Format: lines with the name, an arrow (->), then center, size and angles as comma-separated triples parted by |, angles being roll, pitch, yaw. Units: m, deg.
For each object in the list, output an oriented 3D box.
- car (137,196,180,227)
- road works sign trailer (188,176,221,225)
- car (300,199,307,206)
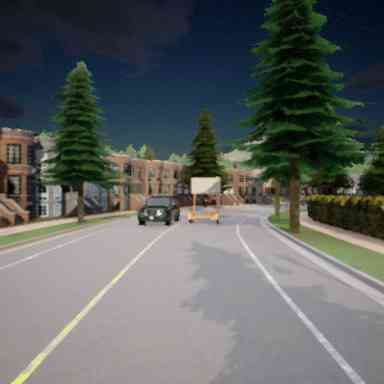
car -> -2.270, 1.313, 24.291 | 2.150, 2.045, 5.566 | 0, 0, 8
road works sign trailer -> 1.102, 0.566, 25.457 | 2.380, 3.560, 2.880 | 0, 0, 15
car -> 22.103, 1.775, 61.473 | 4.902, 1.511, 2.128 | 0, 0, -31
